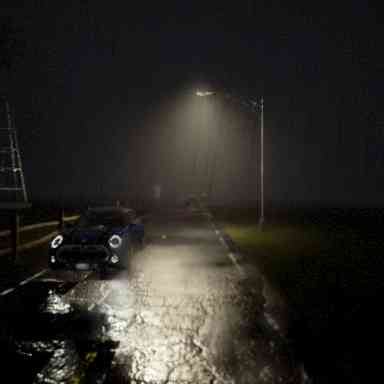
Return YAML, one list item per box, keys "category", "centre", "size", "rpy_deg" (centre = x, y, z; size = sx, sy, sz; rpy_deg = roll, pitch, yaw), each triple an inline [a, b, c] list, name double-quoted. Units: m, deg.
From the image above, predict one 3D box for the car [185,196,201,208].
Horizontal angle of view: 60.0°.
- category: "car"
  centre: [0.100, 1.372, 46.806]
  size: [1.837, 1.490, 4.892]
  rpy_deg: [0, 0, 3]

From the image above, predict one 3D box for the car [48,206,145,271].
- category: "car"
  centre: [-2.837, 1.322, 10.815]
  size: [2.097, 1.767, 4.553]
  rpy_deg: [0, 0, 0]
